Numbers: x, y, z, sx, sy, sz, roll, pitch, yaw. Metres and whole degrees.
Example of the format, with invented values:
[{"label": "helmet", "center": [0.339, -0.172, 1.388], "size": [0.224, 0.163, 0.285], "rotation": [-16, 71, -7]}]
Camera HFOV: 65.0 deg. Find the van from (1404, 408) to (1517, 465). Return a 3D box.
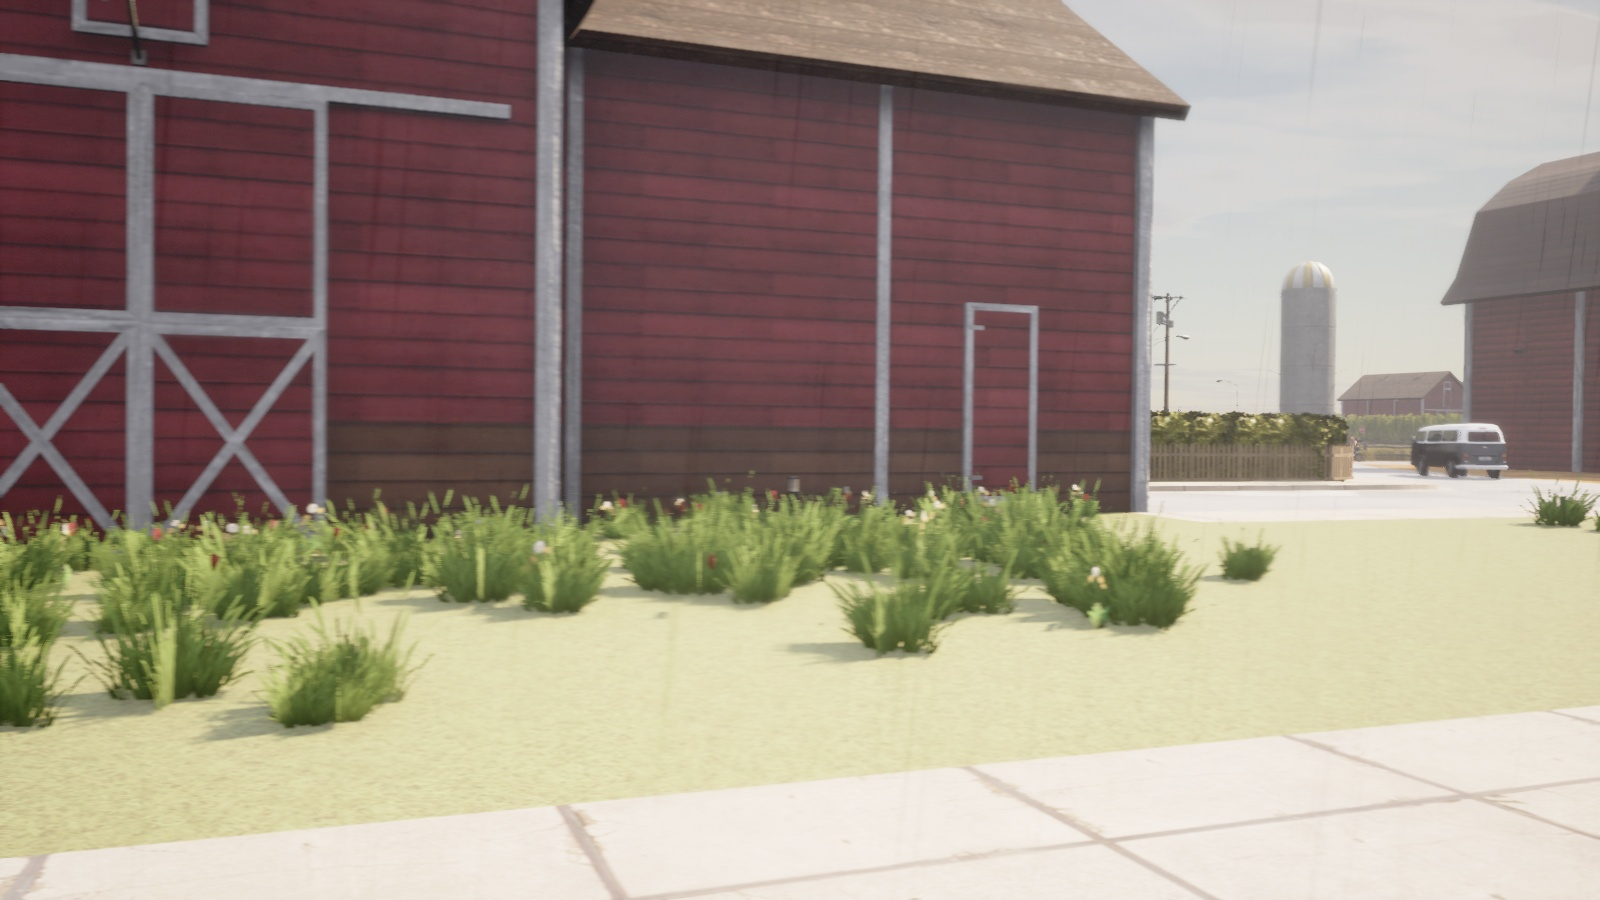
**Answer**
[{"label": "van", "center": [25.082, -0.512, 47.887], "size": [2.069, 2.038, 4.480], "rotation": [-1, 1, 3]}]
